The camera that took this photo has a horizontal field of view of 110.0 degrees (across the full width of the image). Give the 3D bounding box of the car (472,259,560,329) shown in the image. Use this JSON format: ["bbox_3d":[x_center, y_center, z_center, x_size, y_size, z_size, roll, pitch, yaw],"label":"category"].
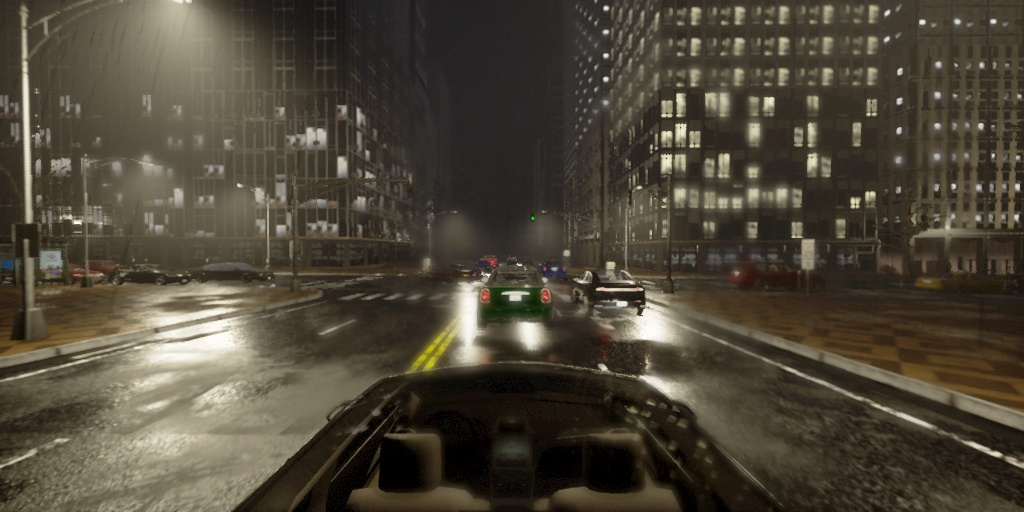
[{"bbox_3d":[0.100,1.095,11.321,2.097,1.767,4.553,0,0,0],"label":"car"}]

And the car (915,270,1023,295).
[{"bbox_3d":[27.643,1.578,21.828,4.829,1.417,1.751,0,0,1],"label":"car"}]

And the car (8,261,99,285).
[{"bbox_3d":[-28.414,1.139,22.689,4.207,1.307,1.802,0,0,1],"label":"car"}]

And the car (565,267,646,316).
[{"bbox_3d":[3.416,1.232,13.276,2.128,1.511,4.902,0,0,2],"label":"car"}]

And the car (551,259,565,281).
[{"bbox_3d":[3.365,1.062,30.245,2.097,1.767,4.553,1,1,0],"label":"car"}]

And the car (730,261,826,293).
[{"bbox_3d":[16.194,1.268,22.025,5.009,1.841,2.192,0,0,1],"label":"car"}]

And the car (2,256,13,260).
[{"bbox_3d":[-38.967,0.942,25.598,4.674,1.442,1.812,1,1,2],"label":"car"}]

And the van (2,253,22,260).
[{"bbox_3d":[-45.286,0.604,31.523,3.998,1.789,1.690,0,0,1],"label":"van"}]

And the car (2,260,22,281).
[{"bbox_3d":[-34.095,1.070,22.862,4.313,1.339,1.948,0,0,1],"label":"car"}]

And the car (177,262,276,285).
[{"bbox_3d":[-19.706,1.139,25.186,5.357,1.411,2.033,0,1,0],"label":"car"}]

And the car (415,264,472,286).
[{"bbox_3d":[-4.530,1.268,25.370,5.357,1.411,2.033,1,1,36],"label":"car"}]

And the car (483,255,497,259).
[{"bbox_3d":[-3.327,0.920,52.261,2.150,2.045,5.566,0,0,0],"label":"car"}]

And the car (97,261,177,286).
[{"bbox_3d":[-22.730,1.174,22.555,4.313,1.339,1.948,0,0,1],"label":"car"}]
